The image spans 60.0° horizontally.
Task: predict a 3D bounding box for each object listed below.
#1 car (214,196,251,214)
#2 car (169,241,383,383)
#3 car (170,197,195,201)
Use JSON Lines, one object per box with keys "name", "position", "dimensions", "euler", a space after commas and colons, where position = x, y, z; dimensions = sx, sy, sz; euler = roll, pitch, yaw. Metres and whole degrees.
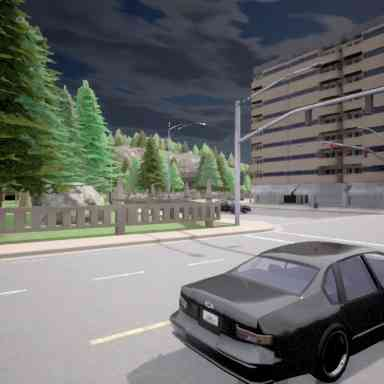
{"name": "car", "position": [3.799, 1.492, 34.770], "dimensions": [2.033, 1.411, 5.357], "euler": [0, 0, -33]}
{"name": "car", "position": [2.273, 1.547, 5.410], "dimensions": [5.357, 1.411, 2.033], "euler": [0, 0, -35]}
{"name": "car", "position": [-0.896, 1.436, 43.903], "dimensions": [2.128, 1.511, 4.902], "euler": [0, 0, -20]}
